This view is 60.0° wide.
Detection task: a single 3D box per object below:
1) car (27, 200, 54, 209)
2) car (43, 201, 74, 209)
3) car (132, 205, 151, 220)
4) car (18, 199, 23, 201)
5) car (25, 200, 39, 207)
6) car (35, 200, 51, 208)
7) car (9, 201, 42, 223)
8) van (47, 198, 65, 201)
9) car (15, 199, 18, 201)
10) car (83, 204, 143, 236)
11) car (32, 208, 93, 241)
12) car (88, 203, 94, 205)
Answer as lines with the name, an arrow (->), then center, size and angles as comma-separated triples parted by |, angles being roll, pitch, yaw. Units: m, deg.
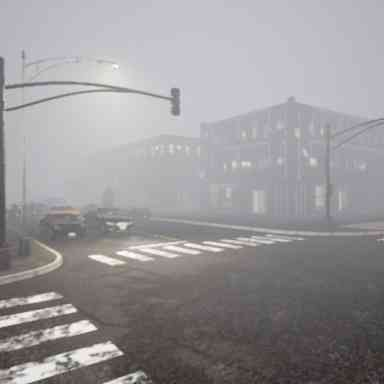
car -> -17.031, 1.960, 37.040 | 1.882, 1.535, 5.008 | 0, 0, -35
car -> -11.032, 1.843, 28.595 | 1.882, 1.535, 5.008 | 0, 0, -36
car -> -5.316, 1.859, 30.526 | 2.008, 1.369, 4.403 | -1, 0, -35
car -> -29.186, 2.228, 59.617 | 2.128, 1.511, 4.902 | 0, 0, -35
car -> -34.200, 2.414, 71.114 | 1.947, 1.339, 4.313 | -1, 0, -35
car -> -27.781, 2.277, 62.094 | 1.887, 1.381, 4.507 | -1, 0, -35
car -> -15.355, 1.866, 30.175 | 1.967, 1.590, 4.097 | -1, 0, -35
van -> -21.367, 1.956, 53.075 | 1.690, 1.788, 3.998 | -1, 0, -35
car -> -43.830, 2.458, 84.643 | 1.967, 1.590, 4.097 | -1, 0, -35
car -> -5.230, 1.742, 20.433 | 2.128, 1.511, 4.902 | 0, 0, -35
car -> -7.405, 1.834, 18.799 | 1.947, 1.339, 4.313 | -1, 0, -35
car -> -11.733, 2.016, 39.546 | 1.802, 1.307, 4.206 | -1, 0, -35
